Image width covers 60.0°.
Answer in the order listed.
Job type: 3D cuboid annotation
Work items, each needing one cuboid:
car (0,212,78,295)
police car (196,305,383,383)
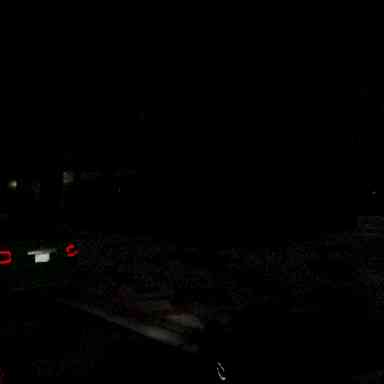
[{"bbox_3d":[-5.253,1.548,8.858,5.566,2.045,2.150,-1,-3,40],"label":"car"},{"bbox_3d":[2.322,1.592,2.449,5.238,1.638,1.930,-1,-3,40],"label":"police car"}]
